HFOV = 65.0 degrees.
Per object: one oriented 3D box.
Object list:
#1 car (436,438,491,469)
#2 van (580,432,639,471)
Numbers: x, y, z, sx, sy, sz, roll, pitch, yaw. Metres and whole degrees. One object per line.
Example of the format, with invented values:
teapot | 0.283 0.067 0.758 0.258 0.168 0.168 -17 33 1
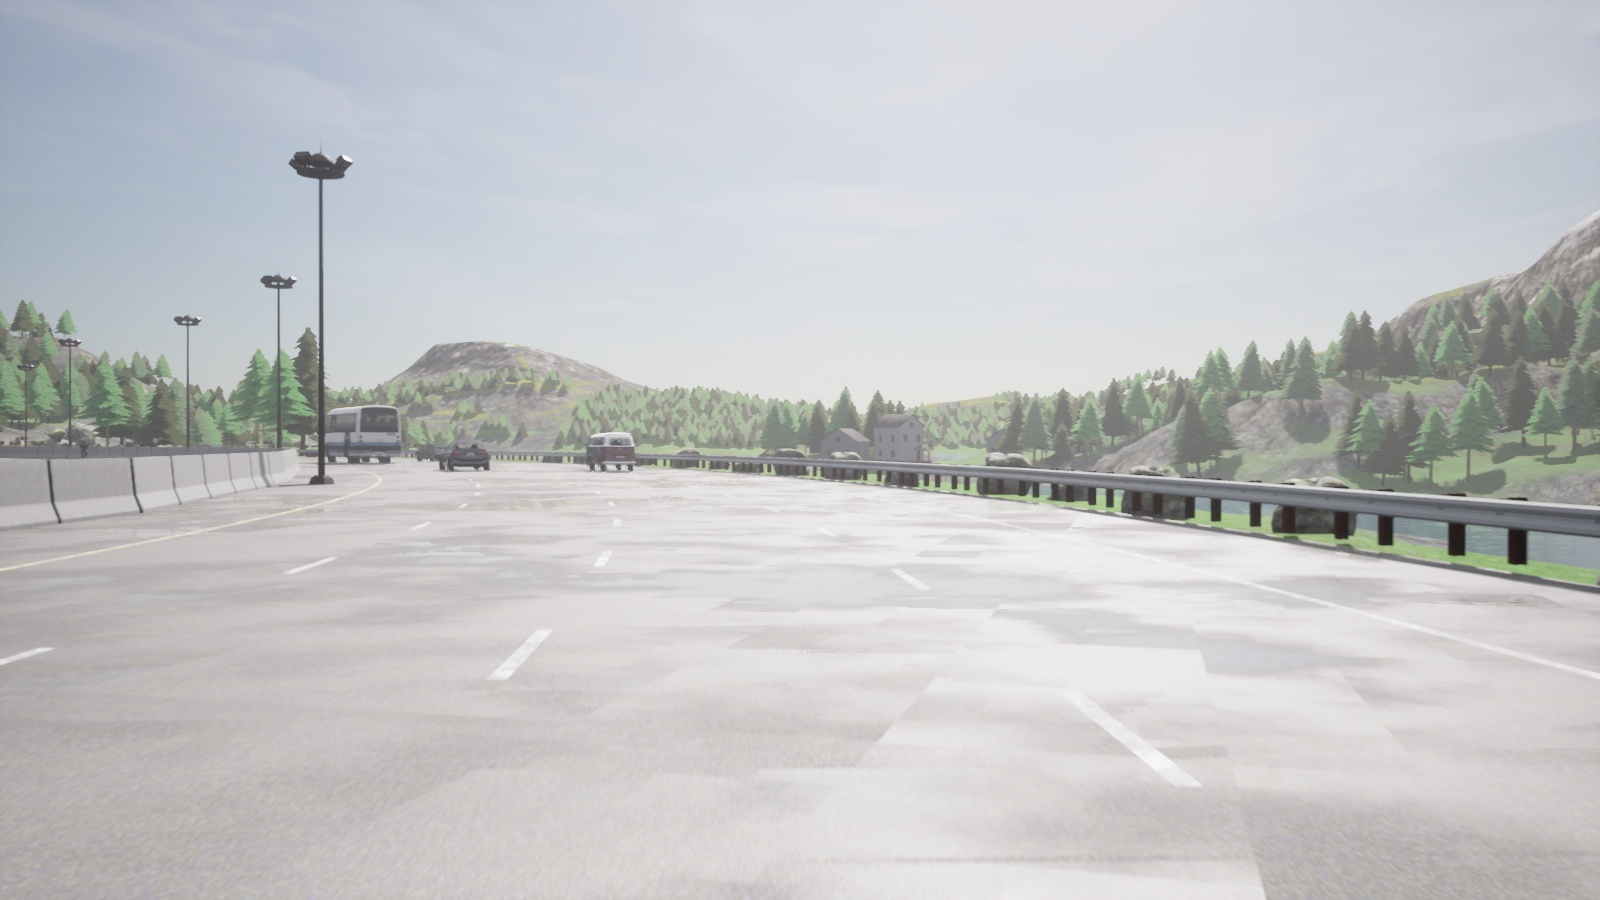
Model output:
car | -18.590 0.187 69.243 2.242 1.667 4.611 0 0 -25
van | -10.289 0.080 67.698 2.069 2.038 4.480 0 0 -23
